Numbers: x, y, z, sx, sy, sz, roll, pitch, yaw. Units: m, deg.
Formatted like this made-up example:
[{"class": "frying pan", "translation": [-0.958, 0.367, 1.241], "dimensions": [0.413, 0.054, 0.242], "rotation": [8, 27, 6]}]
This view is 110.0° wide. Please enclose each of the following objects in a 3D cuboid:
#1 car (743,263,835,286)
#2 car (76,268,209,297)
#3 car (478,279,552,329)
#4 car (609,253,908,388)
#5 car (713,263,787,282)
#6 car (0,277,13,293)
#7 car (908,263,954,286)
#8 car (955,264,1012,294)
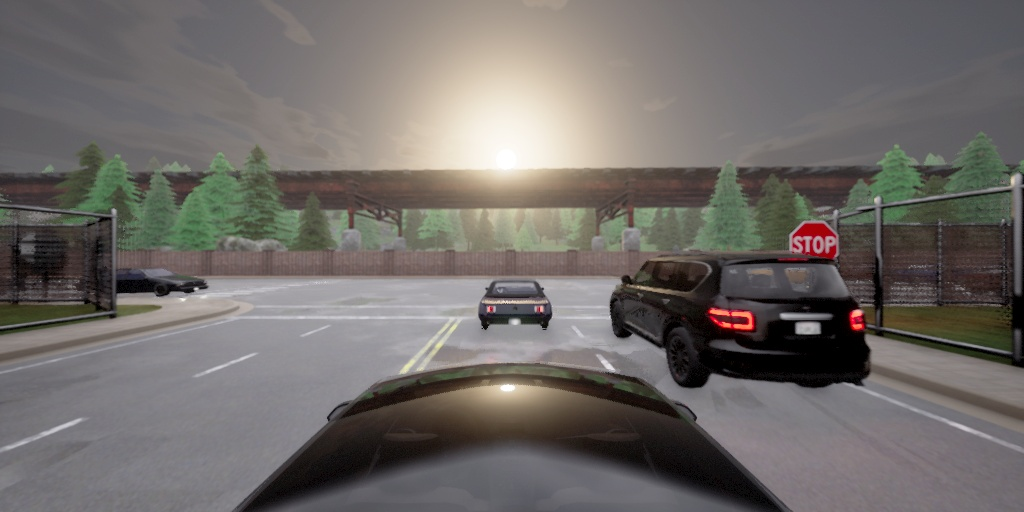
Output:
[{"class": "car", "translation": [19.363, 1.246, 25.262], "dimensions": [5.008, 1.535, 1.882], "rotation": [0, 0, 1]}, {"class": "car", "translation": [-18.926, 1.310, 18.477], "dimensions": [5.357, 1.411, 2.033], "rotation": [0, 0, 0]}, {"class": "car", "translation": [0.083, 1.358, 11.181], "dimensions": [1.895, 1.301, 4.718], "rotation": [0, 0, 0]}, {"class": "car", "translation": [3.600, 0.976, 7.046], "dimensions": [2.150, 2.045, 5.566], "rotation": [0, 0, 0]}, {"class": "car", "translation": [19.005, 1.296, 28.747], "dimensions": [4.674, 1.442, 1.812], "rotation": [0, 0, 0]}, {"class": "car", "translation": [-28.890, 1.363, 18.396], "dimensions": [4.718, 1.301, 1.895], "rotation": [0, 0, -1]}, {"class": "car", "translation": [28.927, 1.245, 25.175], "dimensions": [5.008, 1.535, 1.882], "rotation": [0, 0, 0]}, {"class": "car", "translation": [26.098, 1.240, 18.033], "dimensions": [5.008, 1.535, 1.882], "rotation": [0, 0, 1]}]
